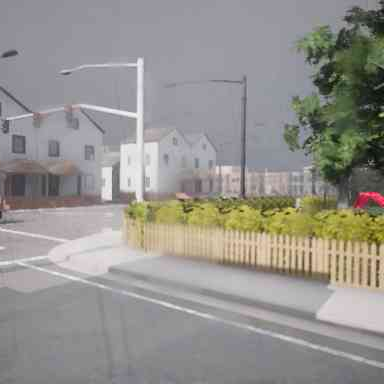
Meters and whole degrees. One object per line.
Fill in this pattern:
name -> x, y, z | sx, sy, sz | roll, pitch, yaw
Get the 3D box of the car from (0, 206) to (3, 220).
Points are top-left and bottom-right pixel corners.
car -> -13.589, 1.207, 18.984 | 1.882, 1.535, 5.008 | 1, 1, 36

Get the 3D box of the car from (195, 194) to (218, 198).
car -> 1.559, 1.031, 40.199 | 2.097, 1.767, 4.553 | 1, 1, 36
